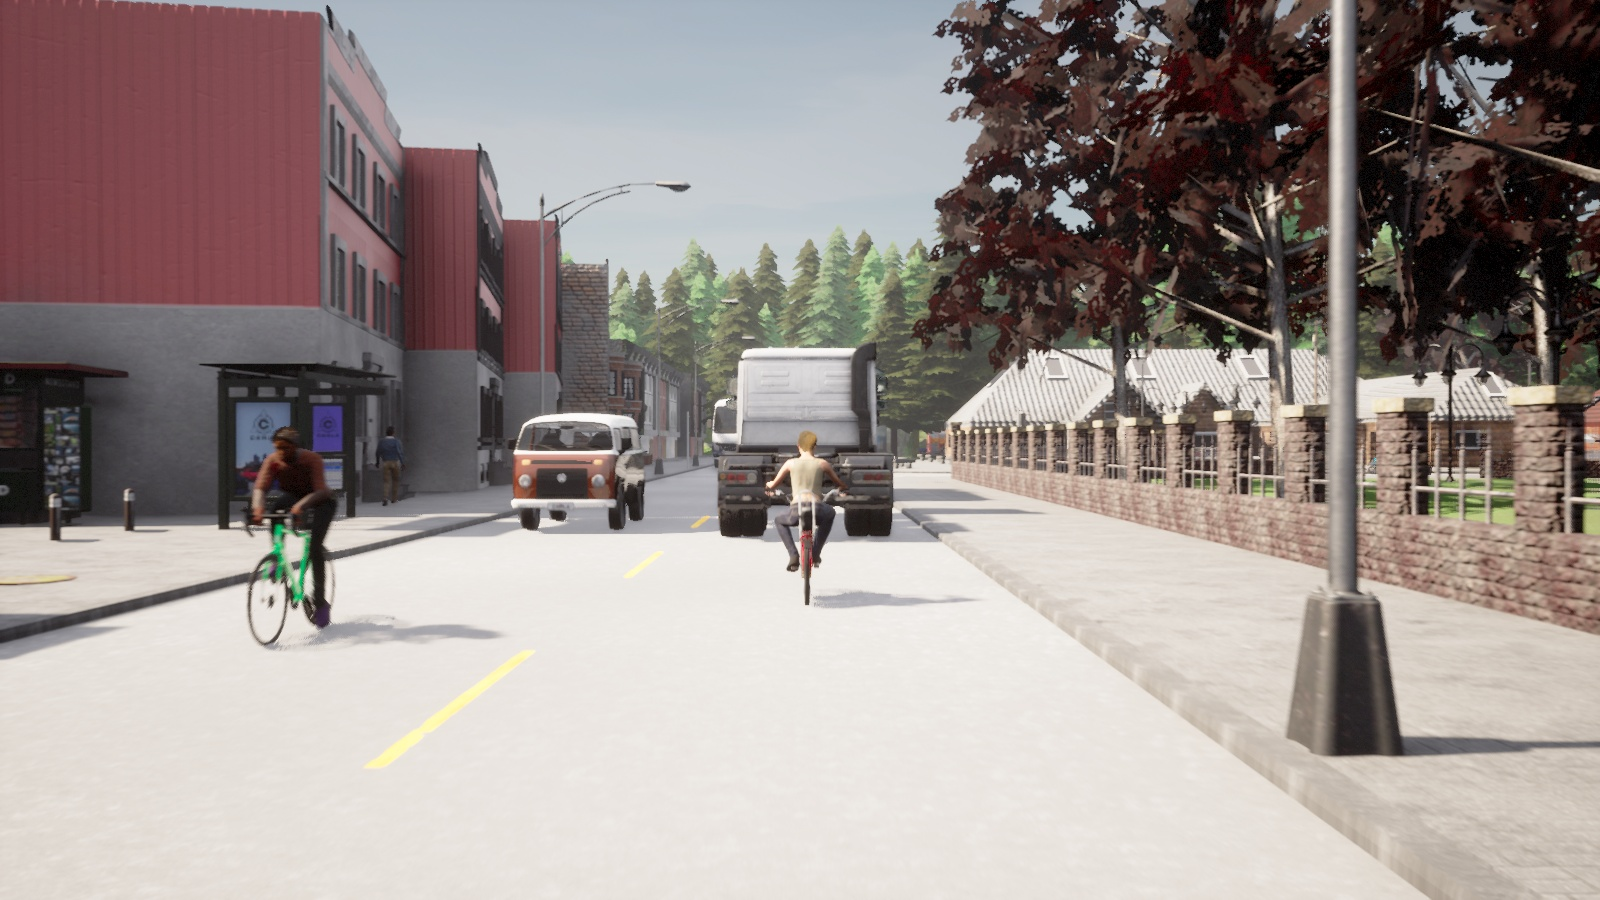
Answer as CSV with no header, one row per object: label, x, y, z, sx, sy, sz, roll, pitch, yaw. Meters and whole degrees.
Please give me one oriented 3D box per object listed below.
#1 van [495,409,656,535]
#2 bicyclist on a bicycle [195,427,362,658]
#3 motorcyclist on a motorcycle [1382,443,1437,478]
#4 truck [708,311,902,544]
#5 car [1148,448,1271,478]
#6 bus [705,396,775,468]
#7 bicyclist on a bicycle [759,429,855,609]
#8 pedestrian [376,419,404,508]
van,-3.887,0.341,22.537,2.069,2.038,4.480,0,0,0
bicyclist on a bicycle,-3.943,0.642,9.636,0.582,1.620,1.656,0,1,0
motorcyclist on a motorcycle,26.472,0.445,54.556,2.044,1.523,0.797,0,0,-1
truck,0.114,-0.362,22.670,2.891,3.462,7.936,0,0,1
car,17.753,0.557,54.596,4.718,1.301,1.895,0,0,-1
bus,-3.645,-1.074,79.086,3.944,4.253,10.273,0,0,0
bicyclist on a bicycle,0.067,0.615,12.066,0.866,1.612,1.509,0,1,0
pedestrian,-9.154,0.293,28.031,0.423,1.949,0.788,0,0,-5
